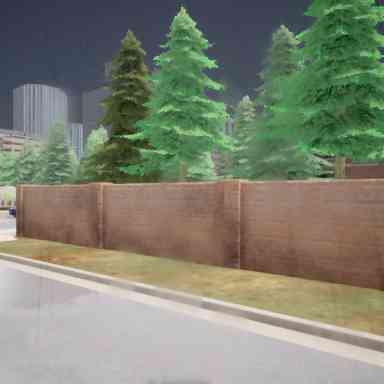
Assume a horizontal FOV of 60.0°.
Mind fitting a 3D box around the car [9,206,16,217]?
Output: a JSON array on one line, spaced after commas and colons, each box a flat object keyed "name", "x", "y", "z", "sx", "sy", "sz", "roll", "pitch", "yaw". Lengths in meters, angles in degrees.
[{"name": "car", "x": -14.016, "y": 1.478, "z": 30.448, "sx": 1.882, "sy": 1.535, "sz": 5.008, "roll": 0, "pitch": 0, "yaw": 35}]
